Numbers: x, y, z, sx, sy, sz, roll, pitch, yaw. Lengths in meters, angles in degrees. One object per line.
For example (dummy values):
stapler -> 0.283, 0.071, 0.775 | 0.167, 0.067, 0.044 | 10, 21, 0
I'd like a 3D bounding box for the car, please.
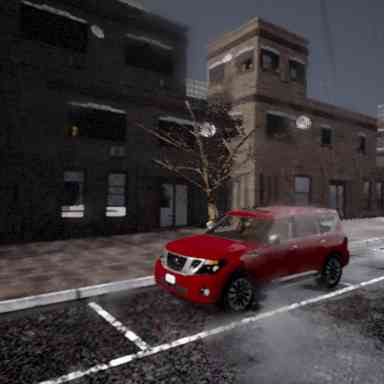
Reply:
car -> 1.648, 1.305, 7.710 | 5.009, 1.841, 2.192 | 0, 1, -35
